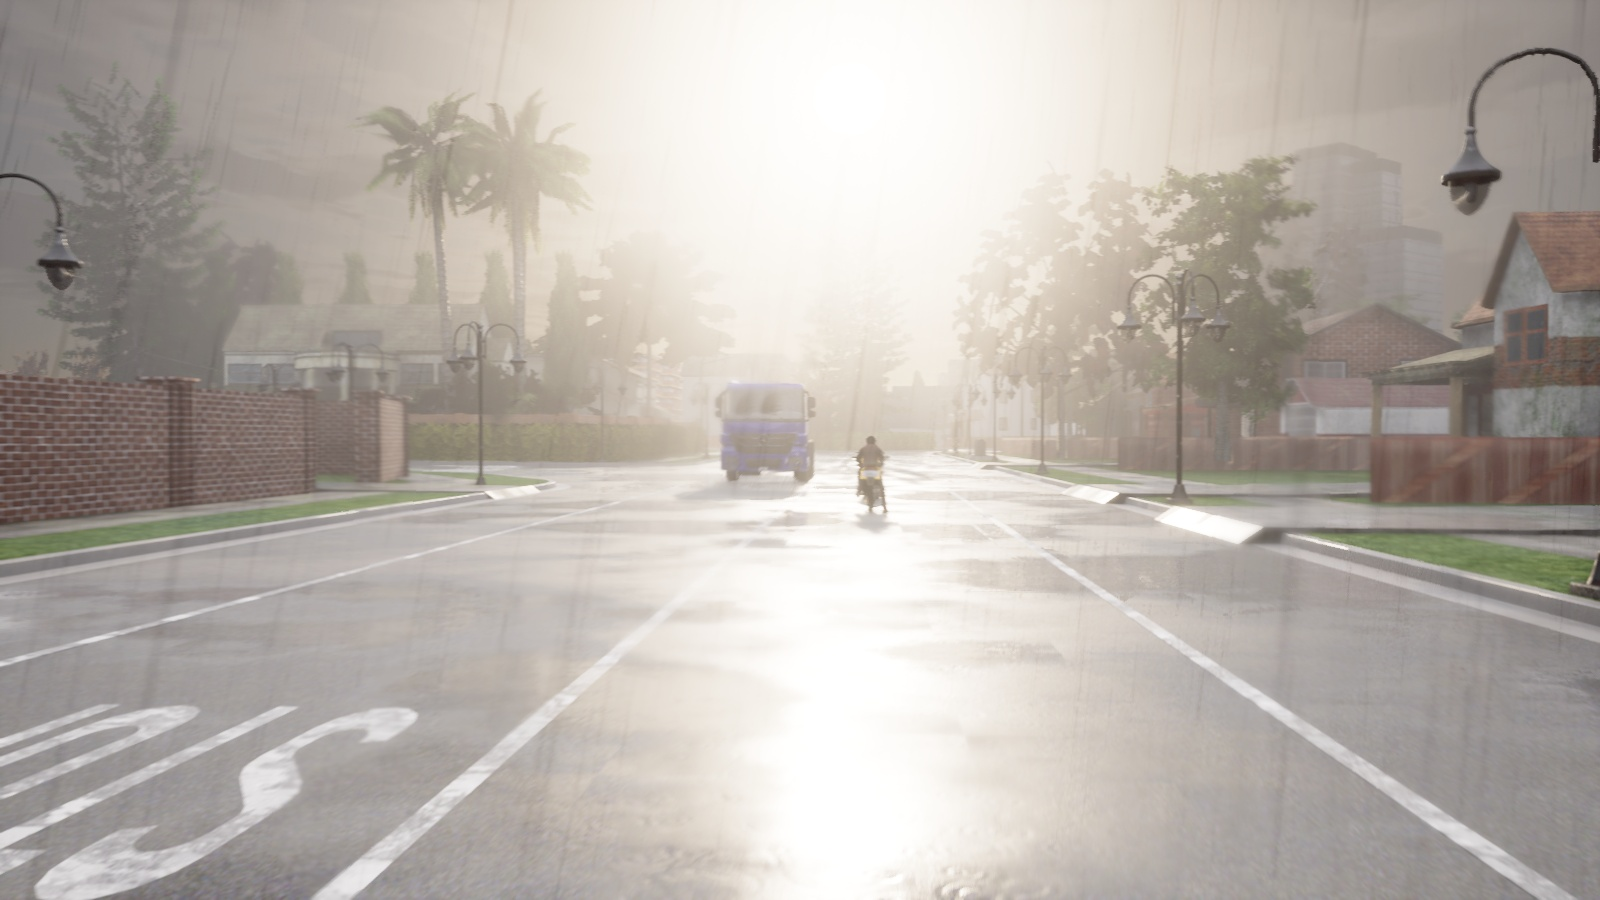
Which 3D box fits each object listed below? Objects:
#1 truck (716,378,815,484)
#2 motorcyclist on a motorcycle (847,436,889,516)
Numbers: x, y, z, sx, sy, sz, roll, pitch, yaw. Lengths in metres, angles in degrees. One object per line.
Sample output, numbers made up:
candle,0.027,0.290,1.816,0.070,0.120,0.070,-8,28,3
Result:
truck,-1.083,-0.705,45.009,2.891,3.462,7.936,0,1,3
motorcyclist on a motorcycle,1.350,0.481,24.868,0.797,1.523,2.044,0,1,3
